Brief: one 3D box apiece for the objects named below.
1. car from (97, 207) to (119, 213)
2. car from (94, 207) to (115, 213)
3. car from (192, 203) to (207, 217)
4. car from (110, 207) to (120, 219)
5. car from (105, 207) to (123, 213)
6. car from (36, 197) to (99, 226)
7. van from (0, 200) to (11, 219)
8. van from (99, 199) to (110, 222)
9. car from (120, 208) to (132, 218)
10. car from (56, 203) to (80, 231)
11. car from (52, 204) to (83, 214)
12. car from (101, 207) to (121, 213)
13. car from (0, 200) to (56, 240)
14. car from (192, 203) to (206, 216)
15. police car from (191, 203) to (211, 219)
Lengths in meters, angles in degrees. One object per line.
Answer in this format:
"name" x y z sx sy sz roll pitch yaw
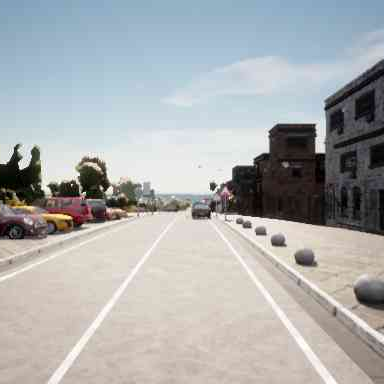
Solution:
"car" -21.783 4.672 86.392 4.892 1.521 2.231 0 -3 0
"car" -21.800 4.536 83.119 4.674 1.452 2.002 0 -3 0
"car" 1.000 2.482 46.520 2.097 1.767 4.553 0 -3 0
"car" -9.569 1.800 31.377 4.553 1.767 2.185 0 -2 0
"car" -21.758 5.055 92.803 4.674 1.452 2.002 0 -3 0
"car" -9.519 1.395 22.156 5.566 2.045 2.435 0 -2 0
"van" -21.705 1.828 34.892 4.442 1.987 1.878 0 -2 0
"van" -9.641 1.601 28.345 4.442 1.987 1.878 0 -2 0
"car" -9.366 2.028 34.290 5.366 1.575 1.946 0 -2 0
"car" -9.469 1.578 19.233 5.008 1.535 2.097 0 -1 -1
"car" -21.941 3.067 58.827 4.553 1.767 2.185 0 -3 0
"car" -21.779 4.847 89.661 5.008 1.535 2.097 0 -3 0
"car" -9.469 1.381 16.201 4.553 1.767 2.185 0 -1 -1
"car" 1.018 2.762 52.579 2.150 2.045 5.566 0 -3 0
"police car" 1.008 2.067 36.647 1.930 1.638 5.238 2 -1 0
